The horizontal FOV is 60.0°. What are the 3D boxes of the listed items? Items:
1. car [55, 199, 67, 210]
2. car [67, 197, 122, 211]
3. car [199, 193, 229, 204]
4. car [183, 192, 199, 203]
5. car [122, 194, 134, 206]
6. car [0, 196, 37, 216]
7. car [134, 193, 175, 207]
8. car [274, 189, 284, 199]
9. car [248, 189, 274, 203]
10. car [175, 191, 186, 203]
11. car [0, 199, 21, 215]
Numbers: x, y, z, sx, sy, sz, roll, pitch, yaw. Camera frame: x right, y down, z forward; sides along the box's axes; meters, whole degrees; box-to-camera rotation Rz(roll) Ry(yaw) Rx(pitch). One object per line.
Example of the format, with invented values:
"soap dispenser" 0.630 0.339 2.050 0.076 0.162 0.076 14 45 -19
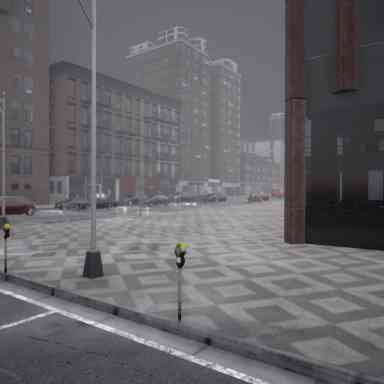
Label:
"car" -12.724 1.196 36.199 1.994 1.385 4.181 0 1 34
"car" -10.001 1.248 34.388 1.895 1.301 4.718 0 1 36
"car" 3.443 0.919 47.183 1.837 1.490 4.892 0 1 36
"car" 1.128 0.952 49.808 1.994 1.385 4.181 0 1 36
"car" -7.562 1.015 43.341 1.837 1.490 4.892 0 1 36
"car" -15.246 1.125 27.090 2.097 1.767 4.553 0 1 36
"car" -4.695 1.047 41.765 1.812 1.442 4.674 0 1 36
"car" 17.615 0.321 66.916 2.150 2.045 5.566 0 1 37
"car" 10.380 0.687 51.264 2.097 1.767 4.553 0 1 36
"car" -1.870 0.732 51.219 2.097 1.767 4.553 0 1 36
"car" -17.829 1.356 29.066 1.895 1.301 4.718 0 1 36
